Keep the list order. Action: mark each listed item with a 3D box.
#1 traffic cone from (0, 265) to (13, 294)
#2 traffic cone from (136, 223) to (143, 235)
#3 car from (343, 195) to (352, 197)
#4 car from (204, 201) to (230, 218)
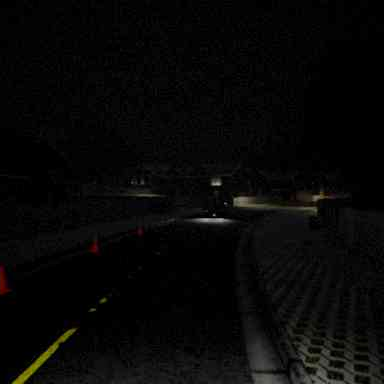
[{"bbox_3d":[-4.260,1.942,7.447,0.340,0.580,0.340,0,0,5],"label":"traffic cone"},{"bbox_3d":[-2.745,1.947,17.605,0.340,0.580,0.340,0,0,12],"label":"traffic cone"},{"bbox_3d":[34.541,1.507,73.857,5.008,1.535,1.882,0,0,-42],"label":"car"},{"bbox_3d":[2.452,1.559,30.550,2.033,1.411,5.357,0,0,12],"label":"car"}]
